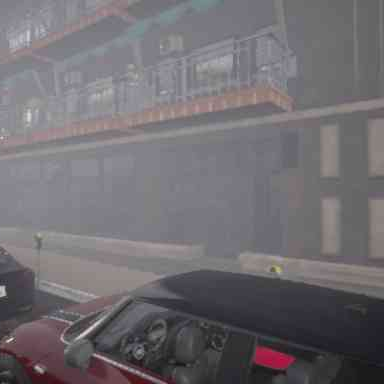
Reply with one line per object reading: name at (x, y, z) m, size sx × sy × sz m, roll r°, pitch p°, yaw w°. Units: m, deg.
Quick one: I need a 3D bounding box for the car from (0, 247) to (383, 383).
car at (-0.001, 1.431, 2.852) m, size 4.097 × 1.590 × 1.967 m, roll 0°, pitch -1°, yaw 36°

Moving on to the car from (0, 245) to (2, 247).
car at (-4.618, 1.522, 6.146) m, size 4.313 × 1.339 × 1.947 m, roll 0°, pitch -1°, yaw 36°
